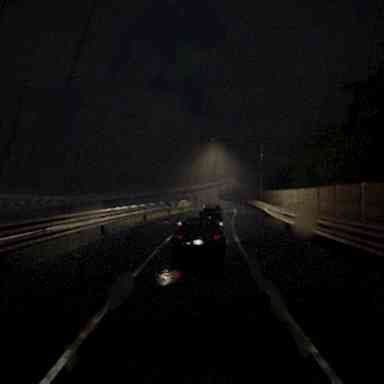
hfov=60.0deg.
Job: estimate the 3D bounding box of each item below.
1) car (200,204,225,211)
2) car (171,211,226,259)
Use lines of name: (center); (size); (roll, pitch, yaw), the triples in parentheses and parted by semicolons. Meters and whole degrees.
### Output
car: (1.662, 1.777, 28.186); (2.128, 1.511, 4.902); (0, 0, 7)
car: (0.323, 1.698, 13.335); (1.994, 1.385, 4.181); (0, -1, 3)
